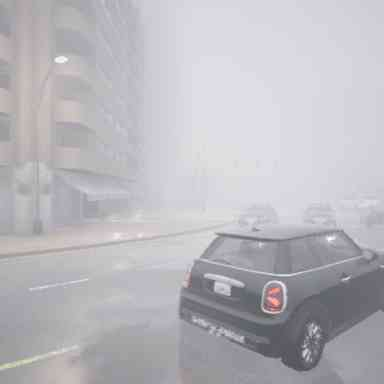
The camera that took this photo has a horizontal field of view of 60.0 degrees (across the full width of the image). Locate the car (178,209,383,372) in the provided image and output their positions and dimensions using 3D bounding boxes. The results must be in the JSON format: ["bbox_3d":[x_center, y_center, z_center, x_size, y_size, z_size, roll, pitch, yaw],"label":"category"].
[{"bbox_3d":[1.985,1.350,5.984,4.553,1.767,2.097,0,0,-42],"label":"car"}]

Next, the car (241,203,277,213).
[{"bbox_3d":[4.321,1.490,21.093,2.128,1.511,4.902,0,0,24],"label":"car"}]

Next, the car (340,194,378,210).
[{"bbox_3d":[18.436,1.215,36.942,2.150,2.045,5.566,0,0,-1],"label":"car"}]

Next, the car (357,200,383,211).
[{"bbox_3d":[12.286,1.523,21.857,1.812,1.442,4.674,0,0,20],"label":"car"}]

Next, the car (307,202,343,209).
[{"bbox_3d":[8.143,1.489,21.196,2.128,1.511,4.902,0,0,21],"label":"car"}]
